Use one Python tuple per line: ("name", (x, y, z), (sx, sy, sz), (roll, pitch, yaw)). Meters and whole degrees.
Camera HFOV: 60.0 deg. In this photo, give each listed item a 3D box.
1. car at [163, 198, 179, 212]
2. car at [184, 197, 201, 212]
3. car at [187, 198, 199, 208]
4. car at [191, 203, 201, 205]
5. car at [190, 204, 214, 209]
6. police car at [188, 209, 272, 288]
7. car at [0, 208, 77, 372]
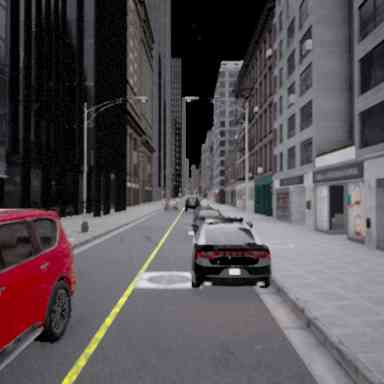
("car", (-2.979, 2.014, 47.756), (1.812, 1.442, 4.674), (0, -1, 0))
("car", (0.113, 1.696, 46.322), (2.150, 2.045, 5.566), (0, -1, 0))
("car", (0.135, 1.955, 60.081), (2.097, 1.767, 4.553), (0, -1, 0))
("car", (0.957, 1.795, 25.581), (1.812, 1.442, 4.674), (0, -1, 0))
("car", (0.942, 1.712, 19.582), (1.837, 1.490, 4.892), (0, -1, 0))
("police car", (0.920, 1.529, 9.693), (1.930, 1.638, 5.238), (0, -1, 0))
("car", (-3.094, 1.261, 3.642), (2.150, 2.045, 5.566), (0, -1, 0))
